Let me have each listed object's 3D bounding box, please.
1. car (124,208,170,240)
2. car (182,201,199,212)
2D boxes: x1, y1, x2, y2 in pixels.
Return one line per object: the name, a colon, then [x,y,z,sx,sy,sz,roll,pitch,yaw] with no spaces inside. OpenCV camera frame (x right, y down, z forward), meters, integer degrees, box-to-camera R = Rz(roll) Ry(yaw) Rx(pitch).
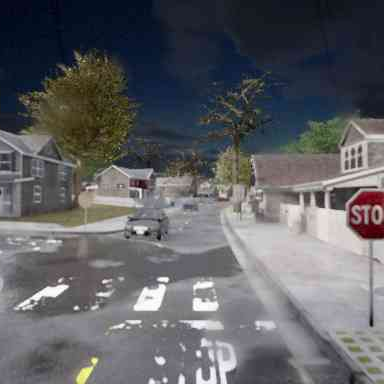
car: [-2.283,1.639,17.839,2.128,1.511,4.902,1,-1,3]
car: [-0.161,1.957,45.145,2.033,1.411,5.357,0,-1,6]
